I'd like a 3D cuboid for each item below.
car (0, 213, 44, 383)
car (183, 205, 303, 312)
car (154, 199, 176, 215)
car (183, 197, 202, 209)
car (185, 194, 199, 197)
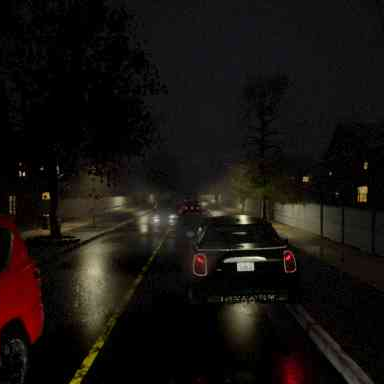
[{"bbox_3d":[-2.851,1.222,1.768,2.150,2.045,5.566,0,0,0],"label":"car"},{"bbox_3d":[0.927,1.324,7.887,2.097,1.767,4.553,-2,0,0],"label":"car"},{"bbox_3d":[-2.769,1.529,34.310,1.837,1.490,4.892,0,0,0],"label":"car"},{"bbox_3d":[0.048,1.571,33.966,2.033,1.411,5.357,0,0,1],"label":"car"},{"bbox_3d":[0.007,1.257,44.618,2.150,2.045,5.566,0,0,1],"label":"car"}]
